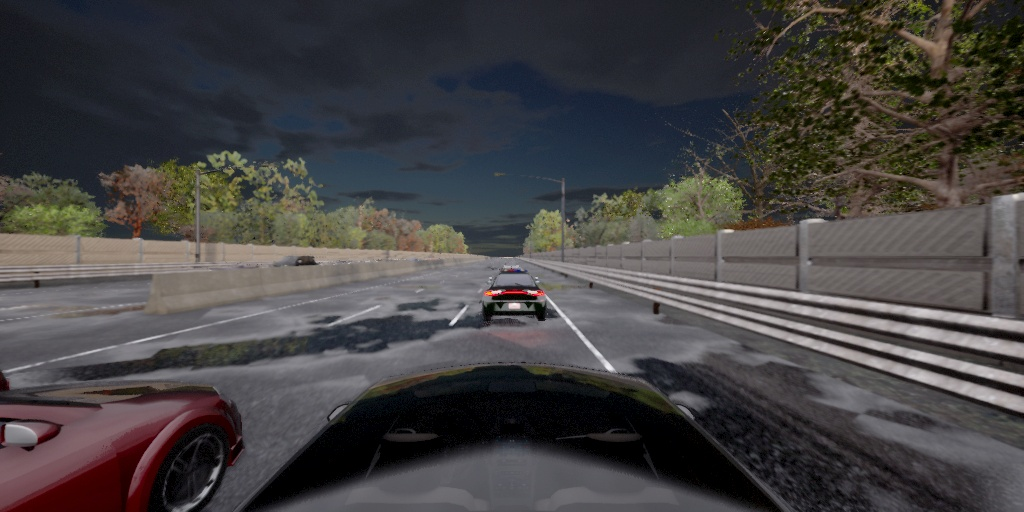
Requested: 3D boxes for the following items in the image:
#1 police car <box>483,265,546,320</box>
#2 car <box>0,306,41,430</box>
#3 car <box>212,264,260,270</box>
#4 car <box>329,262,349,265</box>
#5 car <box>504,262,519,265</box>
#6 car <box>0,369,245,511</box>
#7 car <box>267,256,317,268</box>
[{"bbox_3d":[0.063,1.257,12.700,2.038,1.542,4.974,0,0,0],"label":"police car"},{"bbox_3d":[-6.907,1.314,2.409,1.994,1.385,4.181,0,0,0],"label":"car"},{"bbox_3d":[-24.730,1.357,32.676,1.895,1.301,4.718,0,0,0],"label":"car"},{"bbox_3d":[-17.748,1.321,36.813,1.994,1.385,4.181,0,0,0],"label":"car"},{"bbox_3d":[-0.097,1.360,44.447,1.895,1.301,4.718,0,0,0],"label":"car"},{"bbox_3d":[-3.405,1.314,1.499,1.994,1.385,4.181,0,0,0],"label":"car"},{"bbox_3d":[-21.240,0.977,34.898,2.150,2.045,5.566,0,0,0],"label":"car"}]
